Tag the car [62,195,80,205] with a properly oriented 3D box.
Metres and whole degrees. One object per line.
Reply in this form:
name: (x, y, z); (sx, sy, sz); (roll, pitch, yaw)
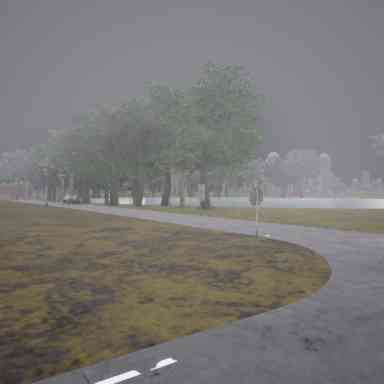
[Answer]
car: (-21.488, 1.296, 58.979); (2.097, 1.767, 4.553); (1, -1, -35)
